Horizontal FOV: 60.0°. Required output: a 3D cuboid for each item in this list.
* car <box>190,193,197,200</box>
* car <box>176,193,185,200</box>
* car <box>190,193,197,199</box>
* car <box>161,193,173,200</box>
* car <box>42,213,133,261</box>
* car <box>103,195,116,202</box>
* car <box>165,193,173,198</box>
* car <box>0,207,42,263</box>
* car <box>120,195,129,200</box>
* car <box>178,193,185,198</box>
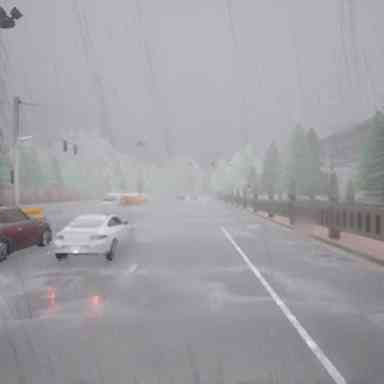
[{"bbox_3d":[0.446,1.279,84.202,2.033,1.411,5.357,0,0,0],"label":"car"},{"bbox_3d":[-3.052,1.092,84.574,2.097,1.767,4.553,0,0,0],"label":"car"},{"bbox_3d":[0.503,1.088,94.621,2.033,1.411,5.357,0,0,0],"label":"car"},{"bbox_3d":[-6.552,1.093,84.627,2.097,1.767,4.553,0,0,0],"label":"car"},{"bbox_3d":[-3.389,1.489,12.068,1.812,1.442,4.674,0,0,1],"label":"car"},{"bbox_3d":[-17.138,1.345,69.093,1.994,1.385,4.181,0,0,0],"label":"car"},{"bbox_3d":[-6.497,1.048,94.660,1.837,1.490,4.892,0,0,0],"label":"car"},{"bbox_3d":[-6.892,1.316,11.950,2.097,1.767,4.553,0,0,1],"label":"car"},{"bbox_3d":[-17.051,1.336,84.786,1.895,1.301,4.718,0,0,0],"label":"car"},{"bbox_3d":[-2.997,1.101,94.641,1.994,1.385,4.181,0,0,0],"label":"car"}]
